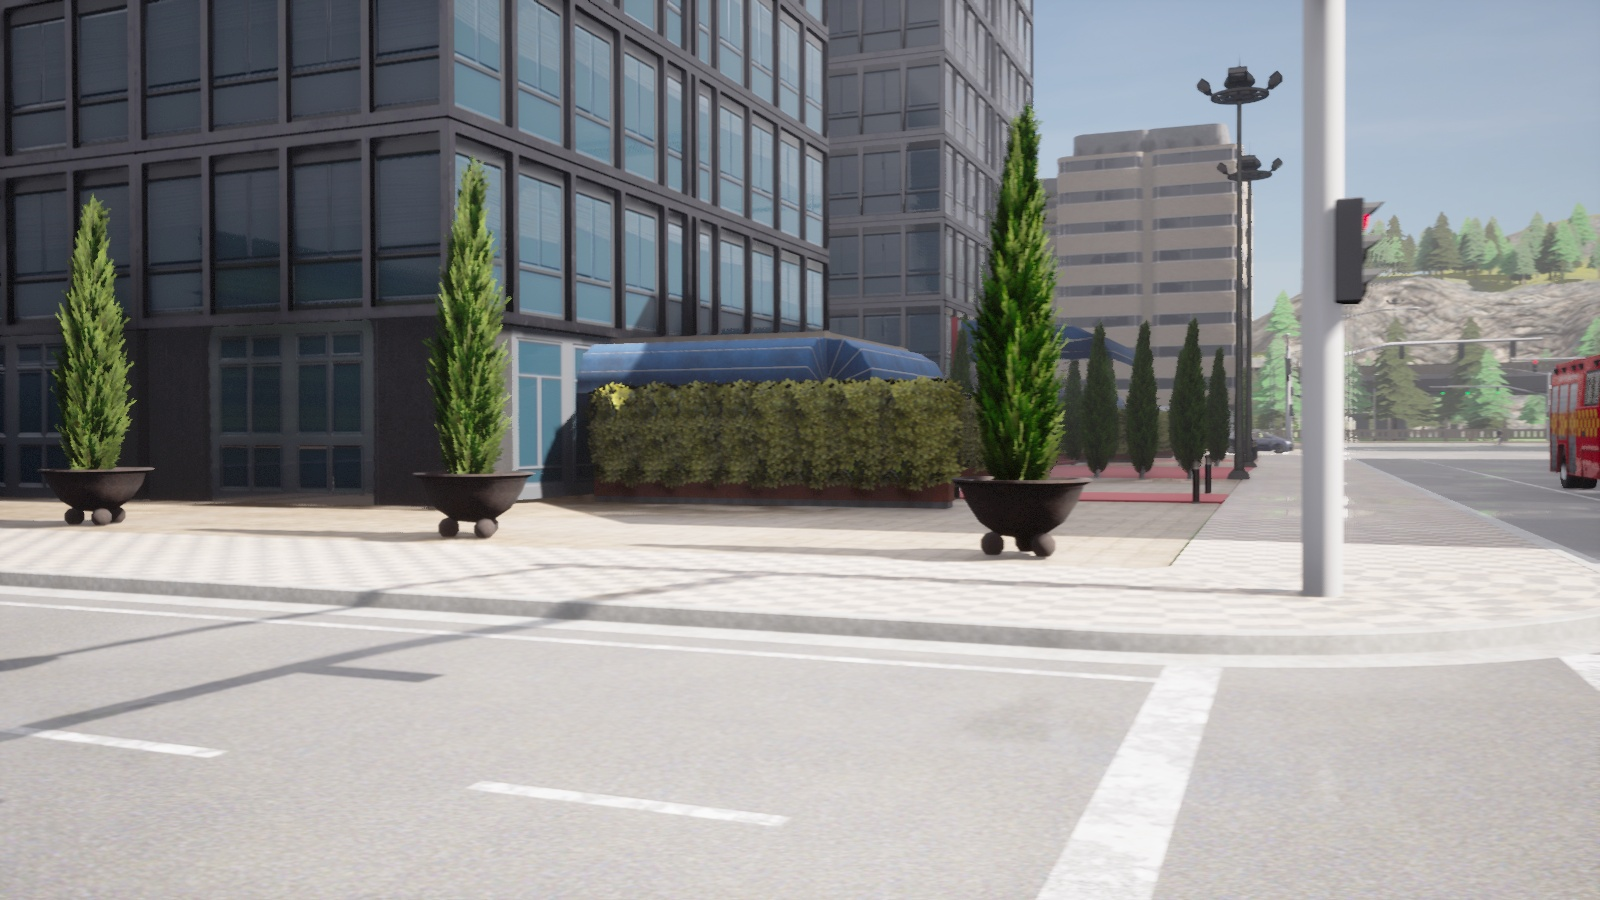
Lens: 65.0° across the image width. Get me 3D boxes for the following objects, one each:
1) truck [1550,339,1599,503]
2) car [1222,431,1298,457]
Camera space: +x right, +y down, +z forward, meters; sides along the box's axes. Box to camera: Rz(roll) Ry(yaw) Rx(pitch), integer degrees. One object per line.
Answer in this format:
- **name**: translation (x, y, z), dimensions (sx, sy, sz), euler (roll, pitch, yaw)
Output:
- **truck**: translation (20.513, -0.684, 30.145), dimensions (2.891, 3.827, 8.468), euler (1, 1, 21)
- **car**: translation (30.300, -0.388, 82.692), dimensions (4.611, 1.667, 2.242), euler (1, 1, 22)
